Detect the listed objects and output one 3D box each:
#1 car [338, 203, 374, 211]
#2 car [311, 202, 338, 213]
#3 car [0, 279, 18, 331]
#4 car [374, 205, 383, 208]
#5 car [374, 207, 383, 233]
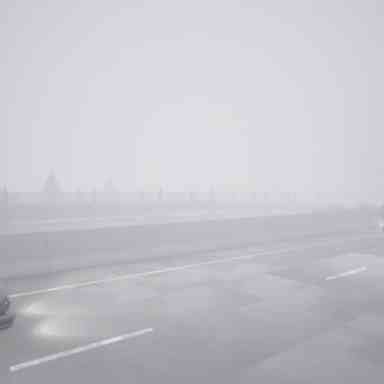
[{"bbox_3d":[17.793,1.890,34.581,4.902,1.511,2.128,4,-3,-36],"label":"car"},{"bbox_3d":[15.334,1.887,37.115,5.008,1.535,1.882,4,-3,-36],"label":"car"},{"bbox_3d":[-5.299,1.622,4.183,5.357,1.411,2.033,0,0,-37],"label":"car"},{"bbox_3d":[20.276,1.611,32.071,5.566,2.045,2.150,4,-3,-36],"label":"car"},{"bbox_3d":[11.549,1.531,16.660,5.357,1.411,2.033,0,0,-37],"label":"car"}]
